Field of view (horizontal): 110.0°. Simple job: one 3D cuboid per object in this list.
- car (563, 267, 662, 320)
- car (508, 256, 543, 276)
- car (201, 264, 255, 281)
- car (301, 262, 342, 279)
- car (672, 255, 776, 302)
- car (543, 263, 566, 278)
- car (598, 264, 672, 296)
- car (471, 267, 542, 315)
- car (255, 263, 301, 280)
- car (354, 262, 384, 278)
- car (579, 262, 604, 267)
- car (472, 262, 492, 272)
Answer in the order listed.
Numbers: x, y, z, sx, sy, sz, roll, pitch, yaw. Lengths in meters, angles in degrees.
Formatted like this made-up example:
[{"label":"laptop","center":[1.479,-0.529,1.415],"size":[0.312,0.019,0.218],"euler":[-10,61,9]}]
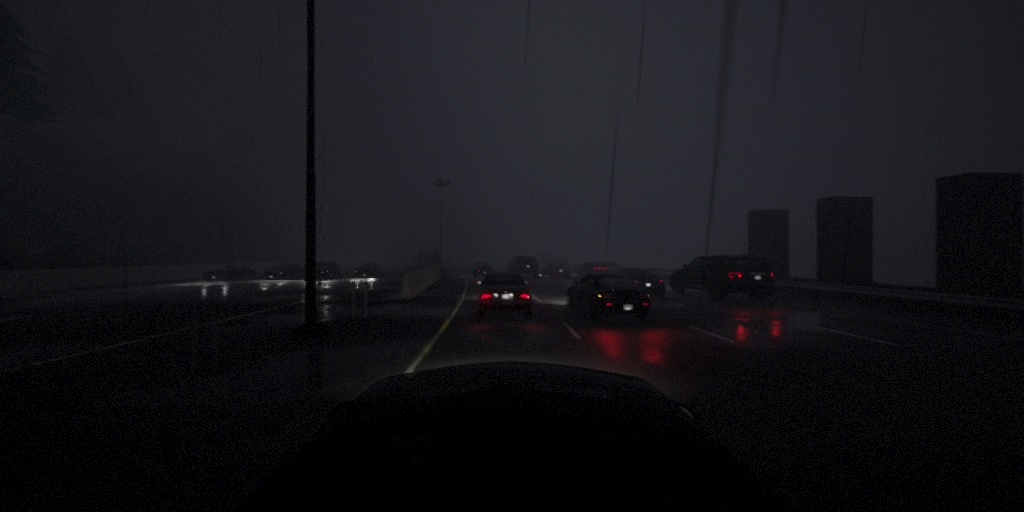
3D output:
[{"label":"car","center":[3.212,1.284,12.535],"size":[1.812,1.442,4.674],"euler":[0,0,-3]},{"label":"car","center":[0.952,0.994,33.324],"size":[2.150,2.045,5.566],"euler":[0,0,-9]},{"label":"car","center":[-23.519,1.365,30.028],"size":[1.895,1.301,4.718],"euler":[0,0,-10]},{"label":"car","center":[-16.860,1.272,32.429],"size":[1.837,1.490,4.892],"euler":[0,0,-10]},{"label":"car","center":[9.924,0.985,17.436],"size":[2.150,2.045,5.566],"euler":[0,0,-4]},{"label":"car","center":[4.196,1.338,34.988],"size":[1.994,1.385,4.181],"euler":[0,0,-9]},{"label":"car","center":[6.275,1.328,18.912],"size":[1.994,1.385,4.181],"euler":[0,0,-4]},{"label":"car","center":[-0.329,1.306,13.616],"size":[2.033,1.411,5.357],"euler":[0,0,-3]},{"label":"car","center":[-20.339,1.313,32.227],"size":[2.033,1.411,5.357],"euler":[0,0,-10]},{"label":"car","center":[-13.656,1.317,34.565],"size":[2.033,1.411,5.357],"euler":[0,0,-11]},{"label":"car","center":[7.767,1.281,34.861],"size":[1.837,1.490,4.892],"euler":[0,0,-9]},{"label":"car","center":[-2.900,1.298,34.910],"size":[1.812,1.442,4.674],"euler":[0,0,-10]}]
